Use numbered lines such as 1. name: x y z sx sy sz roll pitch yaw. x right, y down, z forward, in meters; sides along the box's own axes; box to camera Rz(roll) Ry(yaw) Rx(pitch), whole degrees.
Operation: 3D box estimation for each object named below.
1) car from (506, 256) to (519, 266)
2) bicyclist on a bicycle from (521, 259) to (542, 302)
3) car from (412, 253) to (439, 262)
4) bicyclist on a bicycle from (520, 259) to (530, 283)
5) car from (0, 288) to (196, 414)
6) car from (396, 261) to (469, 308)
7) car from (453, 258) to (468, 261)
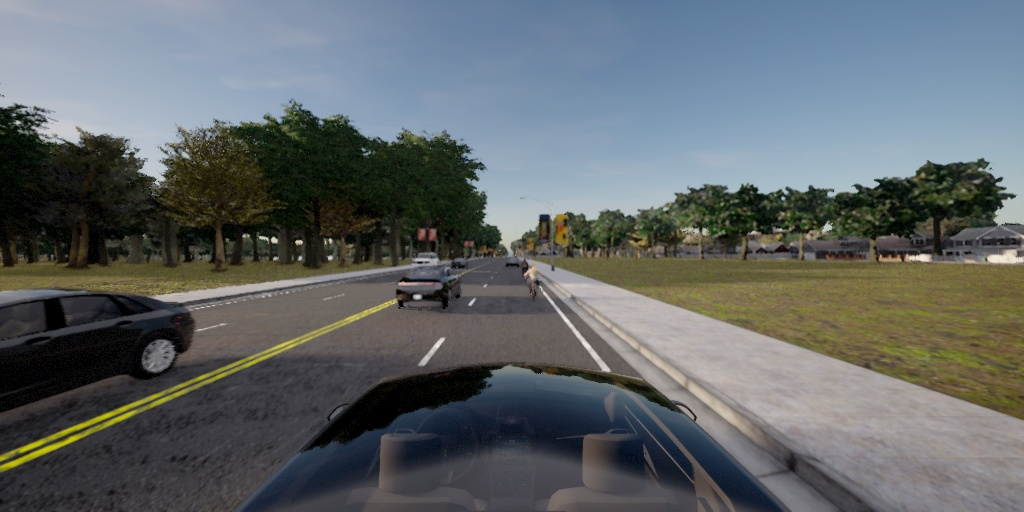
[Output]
1. car: 0.099 0.866 55.137 1.994 1.385 4.181 0 0 0
2. bicyclist on a bicycle: 0.911 1.070 15.143 0.866 1.612 1.509 0 0 0
3. car: -9.840 0.637 41.024 2.150 2.045 5.566 0 0 0
4. bicyclist on a bicycle: 0.894 1.004 24.938 0.582 1.620 1.656 0 0 0
5. car: -6.599 1.231 4.393 1.837 1.490 4.892 0 1 0
6. car: -3.150 1.131 14.377 2.128 1.511 4.902 0 0 0
7. car: -6.586 0.925 45.634 2.033 1.411 5.357 0 0 0
